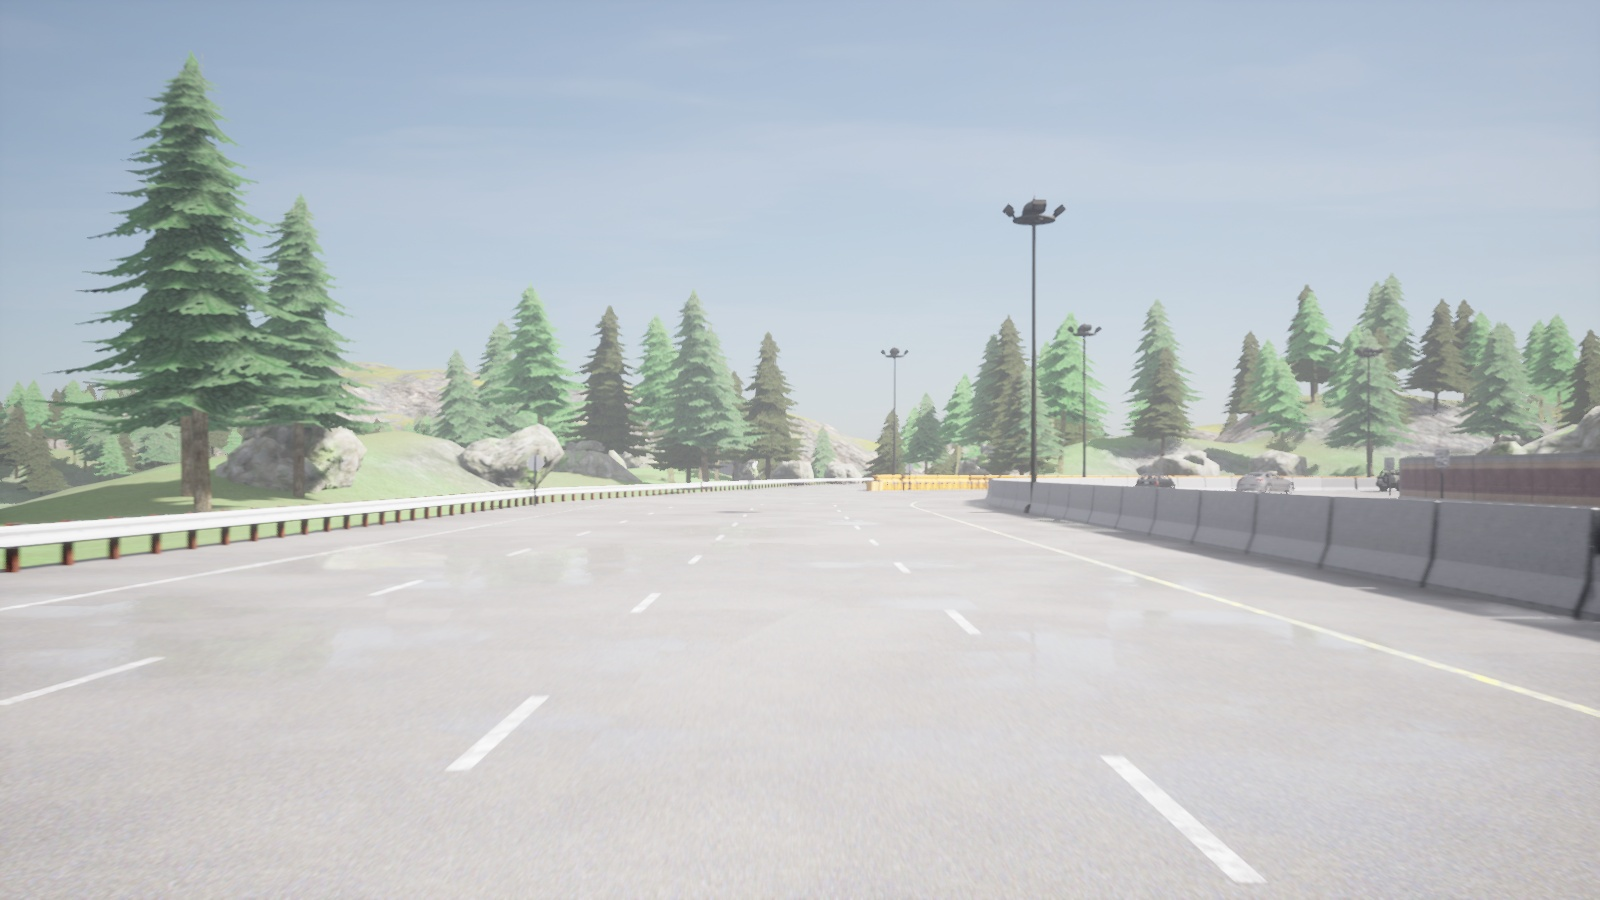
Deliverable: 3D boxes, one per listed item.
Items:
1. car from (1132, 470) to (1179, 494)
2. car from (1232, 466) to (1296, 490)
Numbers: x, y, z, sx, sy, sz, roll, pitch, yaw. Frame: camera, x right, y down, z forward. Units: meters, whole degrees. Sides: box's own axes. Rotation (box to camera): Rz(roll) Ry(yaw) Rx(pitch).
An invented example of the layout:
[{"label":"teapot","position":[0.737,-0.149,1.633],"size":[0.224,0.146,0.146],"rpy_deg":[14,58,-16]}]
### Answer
[{"label":"car","position":[23.718,2.117,83.696],"size":[1.789,1.549,3.705],"rpy_deg":[-1,-1,36]},{"label":"car","position":[32.604,1.954,88.174],"size":[5.027,1.651,2.152],"rpy_deg":[1,-1,-43]}]
